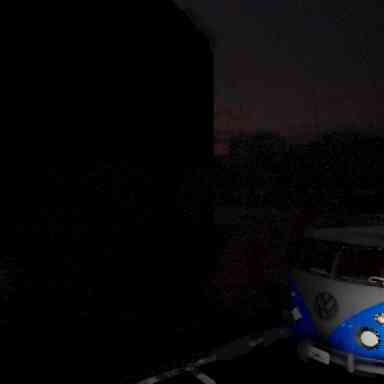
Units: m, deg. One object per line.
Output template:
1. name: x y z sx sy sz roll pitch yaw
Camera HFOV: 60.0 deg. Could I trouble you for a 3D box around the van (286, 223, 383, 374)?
1. van: 3.179 1.386 5.095 3.998 1.788 1.690 1 -1 -36
